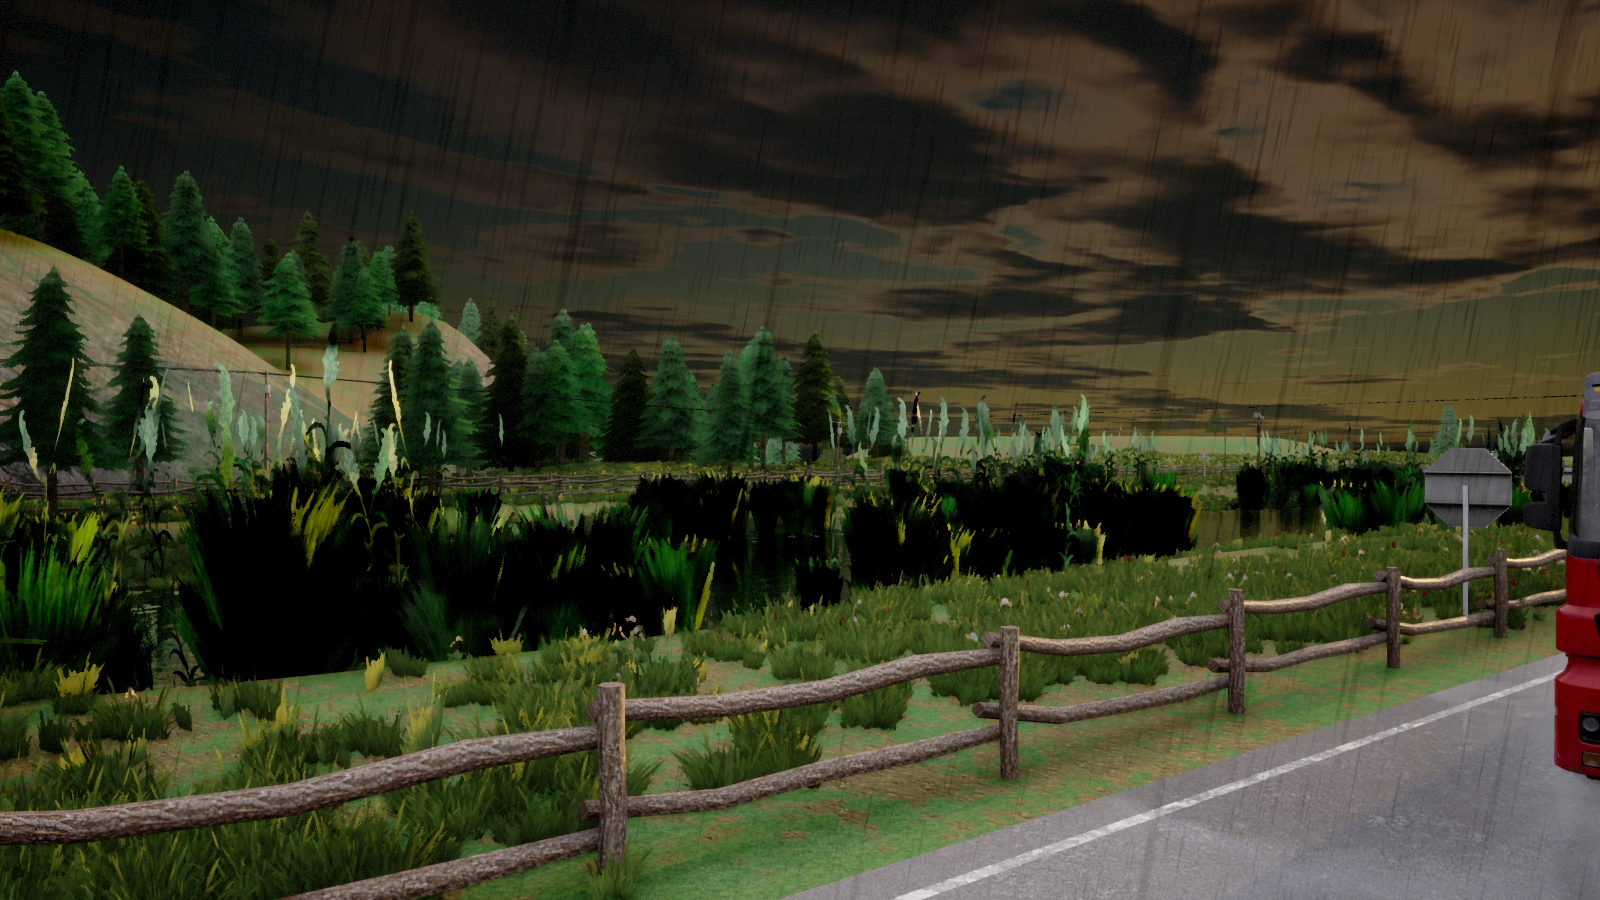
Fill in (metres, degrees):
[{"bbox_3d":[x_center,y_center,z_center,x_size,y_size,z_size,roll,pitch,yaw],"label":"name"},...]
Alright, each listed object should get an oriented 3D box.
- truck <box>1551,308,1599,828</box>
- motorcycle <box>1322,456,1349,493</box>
[{"bbox_3d":[9.482,0.862,10.937,2.891,3.827,8.468,0,0,40],"label":"truck"},{"bbox_3d":[34.910,1.577,74.485,2.033,2.348,0.803,0,0,-39],"label":"motorcycle"}]
